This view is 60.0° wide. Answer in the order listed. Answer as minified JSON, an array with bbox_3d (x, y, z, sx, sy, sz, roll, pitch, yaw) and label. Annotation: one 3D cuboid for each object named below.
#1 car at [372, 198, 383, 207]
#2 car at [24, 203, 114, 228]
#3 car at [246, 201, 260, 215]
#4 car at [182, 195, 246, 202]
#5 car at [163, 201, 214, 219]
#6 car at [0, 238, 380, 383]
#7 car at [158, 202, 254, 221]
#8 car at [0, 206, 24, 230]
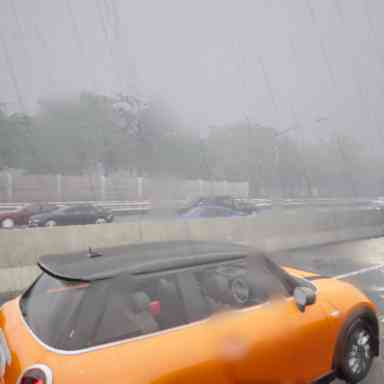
[{"bbox_3d":[28.965,1.571,50.037,4.674,1.442,1.812,0,0,-34],"label":"car"},{"bbox_3d":[-7.226,1.502,20.305,4.892,1.490,1.837,0,0,-35],"label":"car"},{"bbox_3d":[3.577,1.505,27.983,4.892,1.490,1.837,0,0,-34],"label":"car"},{"bbox_3d":[0.552,1.220,21.559,5.566,2.045,2.150,0,0,-35],"label":"car"},{"bbox_3d":[-0.278,1.563,29.343,4.181,1.385,1.994,0,0,-36],"label":"car"},{"bbox_3d":[0.216,1.351,3.897,4.553,1.767,2.097,0,0,-35],"label":"car"},{"bbox_3d":[0.640,1.475,17.329,5.008,1.535,1.882,0,0,-35],"label":"car"},{"bbox_3d":[-10.263,1.475,21.571,5.008,1.535,1.882,0,0,-39],"label":"car"}]
